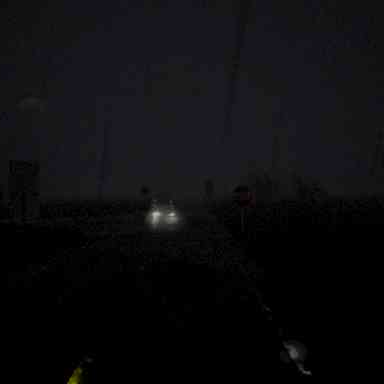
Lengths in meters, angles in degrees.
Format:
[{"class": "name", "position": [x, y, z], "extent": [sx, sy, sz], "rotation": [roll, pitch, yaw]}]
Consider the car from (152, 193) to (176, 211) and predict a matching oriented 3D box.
[{"class": "car", "position": [-2.730, 0.871, 33.520], "extent": [2.097, 1.767, 4.553], "rotation": [0, 0, 0]}]
